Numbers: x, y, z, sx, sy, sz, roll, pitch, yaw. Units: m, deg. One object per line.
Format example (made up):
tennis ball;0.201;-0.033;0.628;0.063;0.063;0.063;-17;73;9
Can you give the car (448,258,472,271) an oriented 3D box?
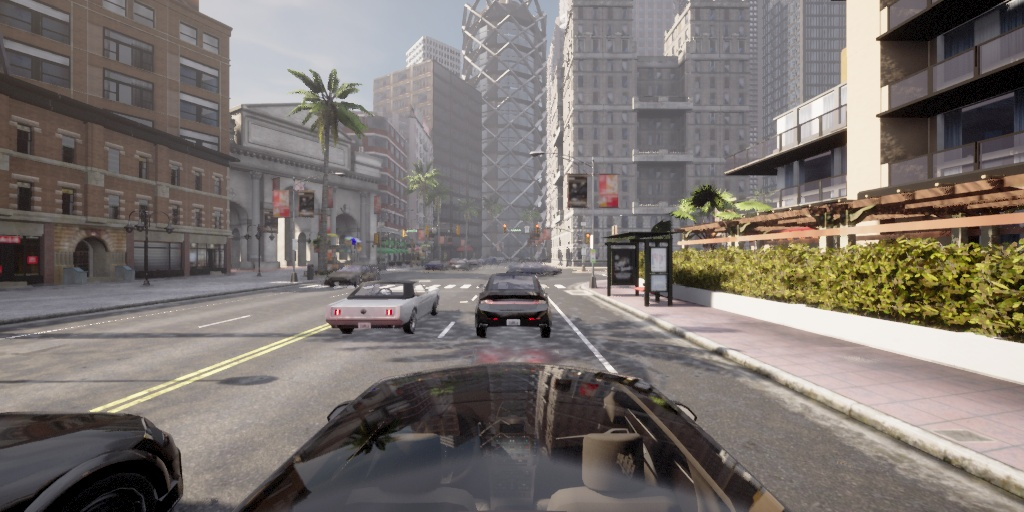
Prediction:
car;-7.201;1.242;49.904;2.128;1.511;4.902;0;0;0

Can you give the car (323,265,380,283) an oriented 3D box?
car;-10.649;1.297;24.423;2.033;1.411;5.357;0;0;0

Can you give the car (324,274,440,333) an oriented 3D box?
car;-3.457;1.351;10.668;1.895;1.301;4.718;0;0;0

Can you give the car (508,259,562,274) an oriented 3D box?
car;2.199;1.297;35.669;5.357;1.411;2.033;0;0;18

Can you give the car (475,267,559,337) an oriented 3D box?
car;0.041;1.242;10.289;2.128;1.511;4.902;0;0;0

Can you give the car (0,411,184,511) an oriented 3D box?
car;-3.392;1.314;0.849;1.994;1.385;4.181;0;0;0

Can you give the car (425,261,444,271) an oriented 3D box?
car;-10.701;1.351;49.598;1.895;1.301;4.718;0;0;0
